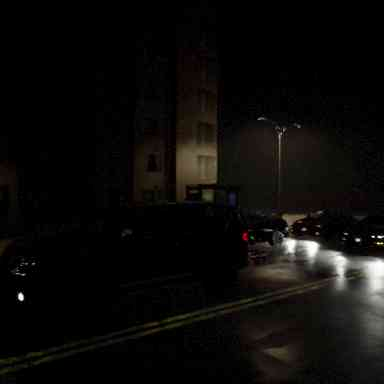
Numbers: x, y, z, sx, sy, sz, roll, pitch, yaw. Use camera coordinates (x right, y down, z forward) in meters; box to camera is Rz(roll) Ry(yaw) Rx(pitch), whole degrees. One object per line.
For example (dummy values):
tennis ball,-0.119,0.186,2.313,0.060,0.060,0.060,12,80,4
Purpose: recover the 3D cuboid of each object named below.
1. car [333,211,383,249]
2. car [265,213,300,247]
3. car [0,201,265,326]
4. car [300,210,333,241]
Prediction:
car,8.340,1.608,14.133,4.892,1.490,1.837,1,0,-35
car,1.968,1.559,13.952,4.902,1.511,2.128,1,0,-35
car,-1.164,1.247,7.451,5.566,2.045,2.150,1,-1,-35
car,7.165,1.674,17.584,4.181,1.385,1.994,0,0,-36
